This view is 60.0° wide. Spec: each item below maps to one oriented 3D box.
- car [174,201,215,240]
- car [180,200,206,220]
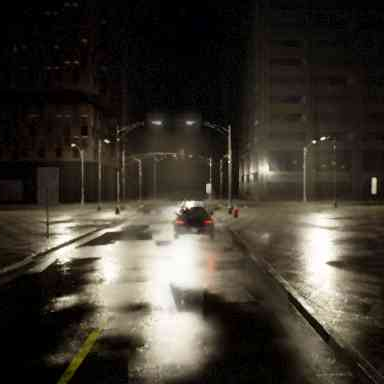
[{"bbox_3d":[0.096,1.391,16.081,1.812,1.442,4.674,0,0,0],"label":"car"},{"bbox_3d":[0.099,1.378,26.368,1.895,1.301,4.718,0,0,0],"label":"car"}]
